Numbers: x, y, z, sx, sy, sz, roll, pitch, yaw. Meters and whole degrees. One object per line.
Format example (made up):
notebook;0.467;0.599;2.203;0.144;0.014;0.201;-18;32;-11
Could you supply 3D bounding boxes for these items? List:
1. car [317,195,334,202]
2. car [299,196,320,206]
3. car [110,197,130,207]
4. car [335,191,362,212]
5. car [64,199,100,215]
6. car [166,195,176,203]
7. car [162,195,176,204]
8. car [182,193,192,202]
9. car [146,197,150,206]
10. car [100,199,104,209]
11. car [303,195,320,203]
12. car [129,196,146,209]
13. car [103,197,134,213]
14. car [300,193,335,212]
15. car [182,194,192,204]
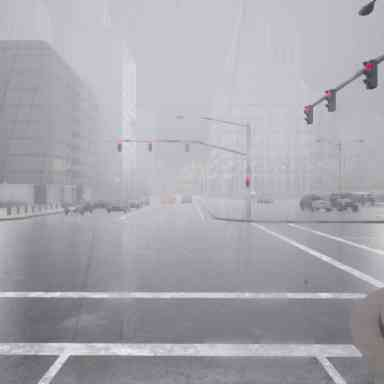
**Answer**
car;27.361;1.364;68.243;1.784;1.438;3.905;0;0;0
car;18.731;1.395;53.123;1.970;1.475;3.806;0;0;0
car;-11.576;1.547;53.905;2.033;1.411;5.357;0;0;0
car;16.064;1.156;35.650;1.905;1.878;3.866;0;0;0
car;-11.471;1.492;34.097;2.128;1.511;4.902;0;0;0
car;-4.581;1.501;73.084;1.837;1.490;4.892;0;0;0
car;-4.428;1.351;61.558;2.097;1.767;4.553;0;0;0
car;-1.101;1.181;74.352;2.097;1.767;4.553;0;0;0
car;-8.080;1.491;55.277;2.128;1.511;4.902;0;0;0
car;-11.524;1.601;43.365;1.895;1.301;4.718;0;0;0
car;24.466;1.395;68.238;1.970;1.475;3.806;0;0;0
car;-8.034;1.352;45.393;2.097;1.767;4.553;0;0;0
car;-7.986;1.564;36.691;1.994;1.385;4.181;0;0;0
car;13.169;1.153;35.698;1.932;1.855;4.605;0;0;0
car;-1.051;1.601;65.624;1.895;1.301;4.718;0;0;0
